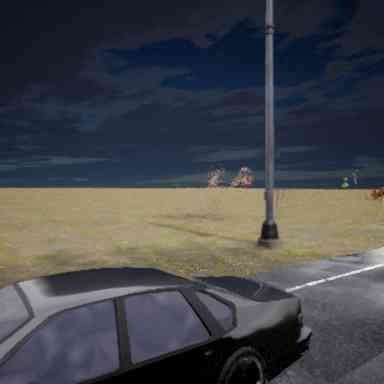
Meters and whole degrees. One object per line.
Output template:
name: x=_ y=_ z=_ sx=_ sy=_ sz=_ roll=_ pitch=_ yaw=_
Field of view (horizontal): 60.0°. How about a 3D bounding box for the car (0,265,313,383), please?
car: x=-1.086 y=1.546 z=3.218 sx=5.357 sy=1.411 sz=2.033 roll=0 pitch=0 yaw=-36
